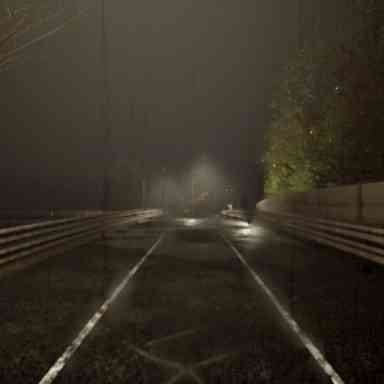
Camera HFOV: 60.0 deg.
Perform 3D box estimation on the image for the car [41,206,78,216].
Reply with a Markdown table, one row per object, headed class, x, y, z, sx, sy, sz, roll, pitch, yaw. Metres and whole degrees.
| class | x | y | z | sx | sy | sz | roll | pitch | yaw |
| --- | --- | --- | --- | --- | --- | --- | --- | --- | --- |
| car | -21.298 | 3.261 | 53.707 | 5.566 | 2.045 | 2.150 | 3 | -5 | -39 |
